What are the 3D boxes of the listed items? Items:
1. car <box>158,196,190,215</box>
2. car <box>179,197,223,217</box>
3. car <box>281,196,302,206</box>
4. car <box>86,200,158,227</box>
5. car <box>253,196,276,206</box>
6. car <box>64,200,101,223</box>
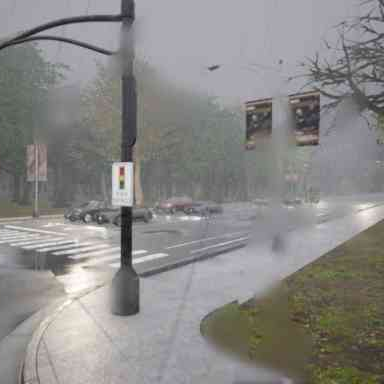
[{"bbox_3d":[-1.605,1.180,32.126,2.097,1.767,4.553,1,1,36],"label":"car"},{"bbox_3d":[1.082,1.421,30.297,1.994,1.385,4.181,1,1,36],"label":"car"},{"bbox_3d":[14.676,1.294,49.103,2.033,1.411,5.357,1,1,36],"label":"car"},{"bbox_3d":[-4.577,1.468,22.416,1.994,1.385,4.181,1,1,36],"label":"car"},{"bbox_3d":[10.723,1.327,49.204,1.895,1.301,4.718,1,1,36],"label":"car"},{"bbox_3d":[-7.022,1.377,24.581,1.837,1.490,4.892,1,1,36],"label":"car"}]
